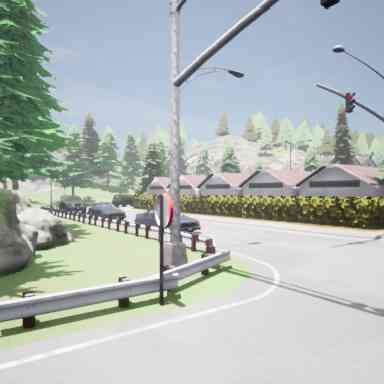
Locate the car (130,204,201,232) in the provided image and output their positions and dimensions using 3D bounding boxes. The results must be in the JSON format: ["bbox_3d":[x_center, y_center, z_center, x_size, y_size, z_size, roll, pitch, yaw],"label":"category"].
[{"bbox_3d":[-1.709,1.736,20.946,2.033,1.411,5.357,0,0,-38],"label":"car"}]

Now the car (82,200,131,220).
[{"bbox_3d":[-7.645,1.736,29.410,2.033,1.411,5.357,0,0,-35],"label":"car"}]

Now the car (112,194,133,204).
[{"bbox_3d":[-10.432,1.391,54.088,2.150,2.045,5.566,0,0,37],"label":"car"}]

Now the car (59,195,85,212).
[{"bbox_3d":[-13.781,1.408,38.192,2.150,2.045,5.566,0,0,-33],"label":"car"}]
